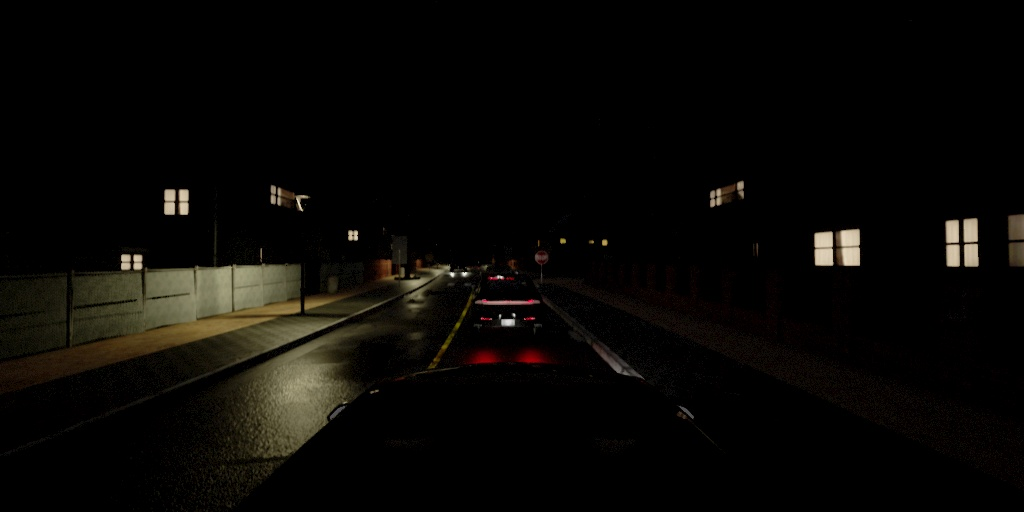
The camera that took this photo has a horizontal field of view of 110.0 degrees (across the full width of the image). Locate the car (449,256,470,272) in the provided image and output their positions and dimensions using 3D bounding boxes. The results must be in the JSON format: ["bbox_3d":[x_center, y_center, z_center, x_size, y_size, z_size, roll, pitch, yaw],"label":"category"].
[{"bbox_3d":[-7.041,1.060,47.474,2.150,2.045,5.566,0,0,-7],"label":"car"}]

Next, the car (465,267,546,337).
[{"bbox_3d":[-0.176,1.238,10.239,2.128,1.511,4.902,0,0,-2],"label":"car"}]

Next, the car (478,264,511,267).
[{"bbox_3d":[-0.704,1.261,19.532,1.837,1.490,4.892,0,0,-2],"label":"car"}]
